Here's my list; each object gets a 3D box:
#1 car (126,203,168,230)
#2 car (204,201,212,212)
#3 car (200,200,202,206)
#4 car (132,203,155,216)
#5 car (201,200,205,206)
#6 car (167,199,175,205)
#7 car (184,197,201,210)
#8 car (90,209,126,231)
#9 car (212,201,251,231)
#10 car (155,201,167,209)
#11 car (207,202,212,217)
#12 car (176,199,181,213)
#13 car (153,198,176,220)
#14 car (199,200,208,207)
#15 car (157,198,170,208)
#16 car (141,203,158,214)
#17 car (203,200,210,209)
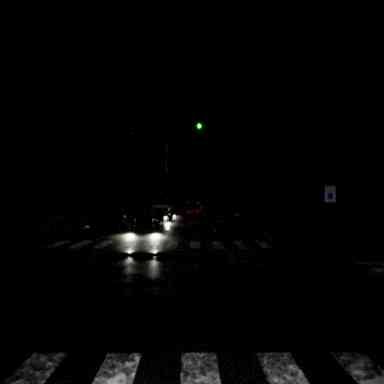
[{"bbox_3d":[-3.056,1.789,23.594,1.882,1.535,5.008,0,-1,0],"label":"car"},{"bbox_3d":[2.839,2.082,39.544,2.008,1.369,4.403,0,-1,0],"label":"car"},{"bbox_3d":[2.871,2.197,55.914,1.967,1.590,4.097,0,-1,0],"label":"car"},{"bbox_3d":[-5.687,2.081,39.554,2.008,1.369,4.403,0,-1,0],"label":"car"},{"bbox_3d":[2.860,2.122,50.458,1.967,1.590,4.097,0,-1,0],"label":"car"},{"bbox_3d":[-5.589,2.658,88.664,1.967,1.590,4.097,0,-1,0],"label":"car"},{"bbox_3d":[0.212,1.999,57.374,2.150,2.045,5.566,0,-1,0],"label":"car"},{"bbox_3d":[-5.719,1.871,23.184,1.947,1.339,4.313,0,-1,0],"label":"car"},{"bbox_3d":[2.806,1.621,23.180,2.192,1.841,5.009,0,-1,0],"label":"car"},{"bbox_3d":[-5.643,2.414,61.380,1.802,1.307,4.206,0,-1,0],"label":"car"},{"bbox_3d":[2.828,2.022,34.088,1.947,1.339,4.313,0,-1,0],"label":"car"},{"bbox_3d":[-3.004,2.085,44.103,2.128,1.511,4.902,0,-1,0],"label":"car"},{"bbox_3d":[-3.034,1.671,33.663,2.150,2.045,5.566,0,-1,0],"label":"car"},{"bbox_3d":[2.499,2.511,73.829,1.837,1.490,4.892,0,-1,0],"label":"car"},{"bbox_3d":[-5.632,2.223,66.840,2.192,1.841,5.009,0,-1,0],"label":"car"},{"bbox_3d":[-5.676,2.188,45.010,1.802,1.307,4.206,0,-1,0],"label":"car"},{"bbox_3d":[2.849,2.158,45.001,2.008,1.369,4.403,0,-1,0],"label":"car"}]
